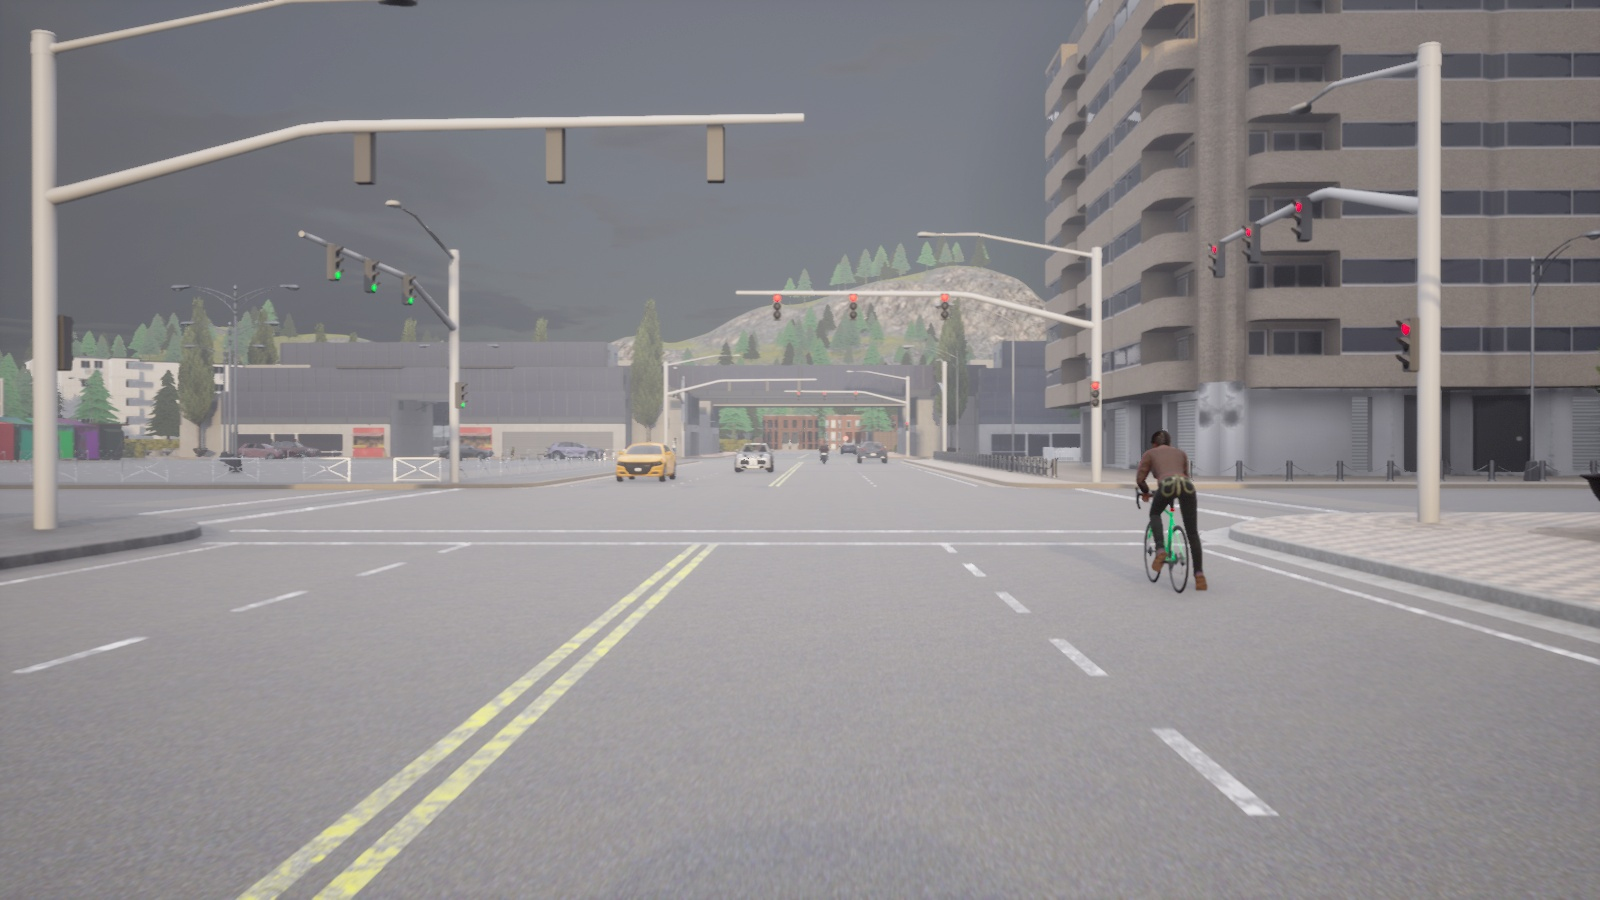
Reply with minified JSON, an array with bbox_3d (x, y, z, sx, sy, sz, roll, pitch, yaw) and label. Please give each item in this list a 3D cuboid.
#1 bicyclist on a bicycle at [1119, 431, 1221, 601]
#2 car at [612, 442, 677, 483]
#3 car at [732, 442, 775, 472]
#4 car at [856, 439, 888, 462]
[{"bbox_3d":[3.750,0.630,12.854,0.582,1.620,1.656,0,0,1],"label":"bicyclist on a bicycle"},{"bbox_3d":[-6.071,0.439,49.624,1.882,1.535,5.008,0,0,1],"label":"car"},{"bbox_3d":[-2.315,0.352,63.415,1.970,1.475,3.806,0,0,1],"label":"car"},{"bbox_3d":[5.213,0.012,91.871,2.152,1.651,5.027,0,0,1],"label":"car"}]
